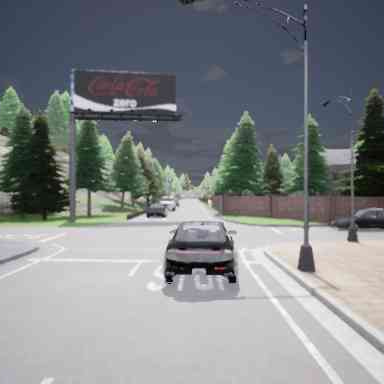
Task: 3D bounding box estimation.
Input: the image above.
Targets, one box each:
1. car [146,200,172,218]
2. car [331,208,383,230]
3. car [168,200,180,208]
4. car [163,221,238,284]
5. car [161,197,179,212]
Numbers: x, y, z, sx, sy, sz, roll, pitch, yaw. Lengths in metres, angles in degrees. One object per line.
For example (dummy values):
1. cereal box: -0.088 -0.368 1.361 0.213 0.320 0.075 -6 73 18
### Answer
1. car: -3.551 1.899 34.482 2.033 1.411 5.357 0 -1 0
2. car: 12.186 1.914 22.999 4.892 1.490 1.837 -1 -1 1
3. car: -3.447 2.214 63.857 1.994 1.385 4.181 0 -1 1
4. car: 0.312 1.595 9.895 2.128 1.511 4.902 0 0 4
5. car: -3.527 1.700 47.640 2.150 2.045 5.566 0 0 1
